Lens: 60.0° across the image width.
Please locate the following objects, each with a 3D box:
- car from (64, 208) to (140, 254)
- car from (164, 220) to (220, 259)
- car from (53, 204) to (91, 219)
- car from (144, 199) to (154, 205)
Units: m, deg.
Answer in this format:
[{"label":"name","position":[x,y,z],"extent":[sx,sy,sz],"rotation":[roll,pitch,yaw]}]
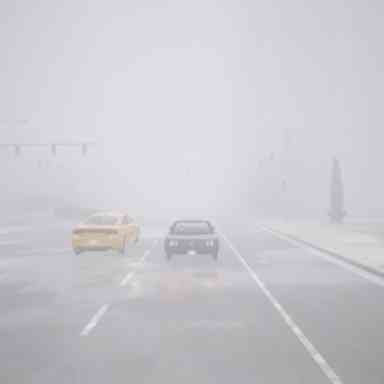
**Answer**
[{"label":"car","position":[-3.484,1.634,14.237],"extent":[1.882,1.535,5.008],"rotation":[0,0,0]},{"label":"car","position":[0.006,1.746,13.225],"extent":[1.895,1.301,4.718],"rotation":[0,-1,0]},{"label":"car","position":[-11.337,1.885,33.093],"extent":[4.674,1.442,1.812],"rotation":[0,-1,0]},{"label":"car","position":[-10.366,2.419,80.779],"extent":[2.033,1.411,5.357],"rotation":[0,-1,1]}]
